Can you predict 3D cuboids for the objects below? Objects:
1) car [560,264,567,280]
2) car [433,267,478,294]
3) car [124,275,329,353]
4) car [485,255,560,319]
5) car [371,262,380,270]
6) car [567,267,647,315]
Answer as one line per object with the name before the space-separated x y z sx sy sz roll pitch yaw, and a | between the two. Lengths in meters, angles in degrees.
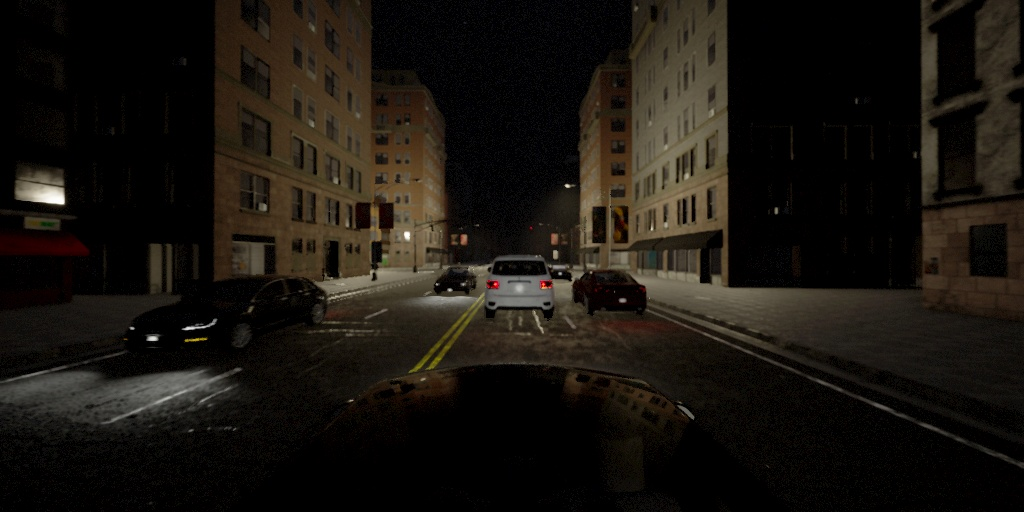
car | 3.787 1.355 29.935 1.994 1.385 4.181 0 0 1
car | -3.059 1.323 20.550 2.033 1.411 5.357 0 0 1
car | -6.505 1.262 8.955 1.837 1.490 4.892 0 0 1
car | 0.265 0.989 12.976 2.150 2.045 5.566 0 0 1
car | -21.338 1.386 51.721 4.313 1.339 1.948 0 0 1
car | 3.523 1.247 13.766 1.882 1.535 5.008 0 0 1
